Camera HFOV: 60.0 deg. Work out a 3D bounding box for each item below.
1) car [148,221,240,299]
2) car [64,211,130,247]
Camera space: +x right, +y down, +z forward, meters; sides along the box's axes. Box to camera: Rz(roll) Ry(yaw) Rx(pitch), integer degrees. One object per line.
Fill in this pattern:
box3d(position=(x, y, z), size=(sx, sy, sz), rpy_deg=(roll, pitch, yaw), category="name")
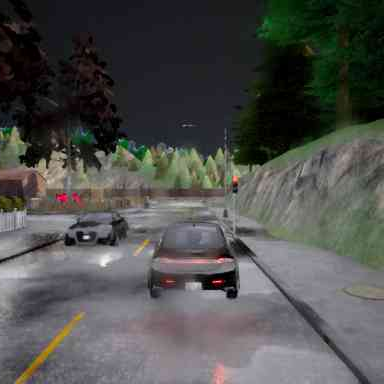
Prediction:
box3d(position=(0.054, 1.492, 8.458), size=(2.128, 1.511, 4.902), rpy_deg=(0, 0, 1), category="car")
box3d(position=(-4.068, 1.564, 14.819), size=(1.994, 1.385, 4.181), rpy_deg=(0, 0, 0), category="car")
